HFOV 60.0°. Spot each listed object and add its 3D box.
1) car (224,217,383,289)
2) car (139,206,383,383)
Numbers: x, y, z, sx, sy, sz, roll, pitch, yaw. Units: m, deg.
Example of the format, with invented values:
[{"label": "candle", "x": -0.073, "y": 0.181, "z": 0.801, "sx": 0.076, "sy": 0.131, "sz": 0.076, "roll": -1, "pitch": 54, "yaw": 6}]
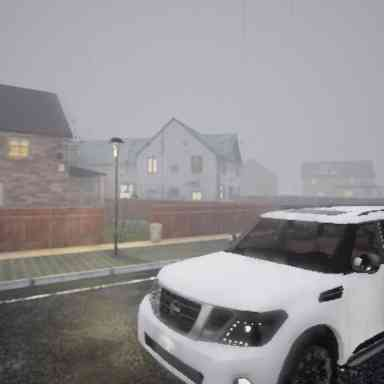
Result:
[{"label": "car", "x": 3.704, "y": 1.637, "z": 10.320, "sx": 5.357, "sy": 1.411, "sz": 2.033, "roll": 1, "pitch": 0, "yaw": -35}, {"label": "car", "x": 1.990, "y": 1.266, "z": 5.104, "sx": 5.566, "sy": 2.045, "sz": 2.150, "roll": 1, "pitch": 0, "yaw": -35}]
